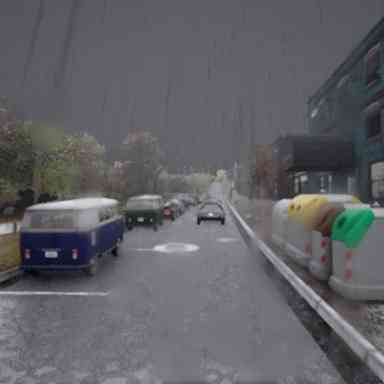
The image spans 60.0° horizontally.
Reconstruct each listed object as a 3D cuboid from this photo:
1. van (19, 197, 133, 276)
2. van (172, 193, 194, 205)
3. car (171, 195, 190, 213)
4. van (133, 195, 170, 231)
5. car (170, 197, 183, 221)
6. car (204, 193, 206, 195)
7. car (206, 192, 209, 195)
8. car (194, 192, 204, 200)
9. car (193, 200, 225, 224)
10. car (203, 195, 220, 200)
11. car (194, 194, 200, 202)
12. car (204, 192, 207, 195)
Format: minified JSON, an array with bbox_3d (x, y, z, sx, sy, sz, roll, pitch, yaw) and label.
[{"bbox_3d":[-3.372,1.229,10.339,1.878,1.987,4.442,0,1,2],"label":"van"},{"bbox_3d":[-1.268,1.182,37.919,1.878,1.987,4.442,0,0,7],"label":"van"},{"bbox_3d":[-1.736,1.401,32.254,2.231,1.521,4.892,0,1,3],"label":"car"},{"bbox_3d":[-2.714,1.206,20.269,1.878,1.987,4.442,0,1,2],"label":"van"},{"bbox_3d":[-2.186,1.445,26.761,2.163,1.488,4.792,0,1,3],"label":"car"},{"bbox_3d":[0.977,1.325,65.428,2.097,1.535,5.008,0,0,7],"label":"car"},{"bbox_3d":[2.271,1.313,81.176,1.946,1.575,5.366,0,0,7],"label":"car"},{"bbox_3d":[0.170,1.124,55.576,2.435,2.045,5.566,0,0,5],"label":"car"},{"bbox_3d":[1.420,1.502,24.459,1.994,1.385,4.181,0,0,4],"label":"car"},{"bbox_3d":[2.819,1.433,41.912,2.033,1.411,5.357,0,0,5],"label":"car"},{"bbox_3d":[-0.379,1.419,48.854,2.002,1.452,4.674,0,0,5],"label":"car"},{"bbox_3d":[1.428,1.329,70.958,2.097,1.535,5.008,0,0,7],"label":"car"}]
